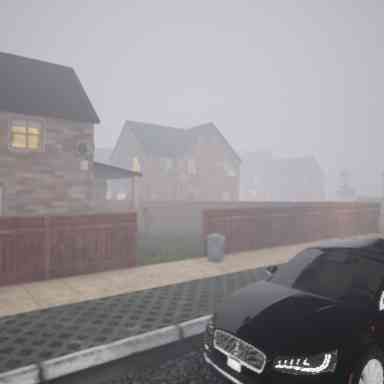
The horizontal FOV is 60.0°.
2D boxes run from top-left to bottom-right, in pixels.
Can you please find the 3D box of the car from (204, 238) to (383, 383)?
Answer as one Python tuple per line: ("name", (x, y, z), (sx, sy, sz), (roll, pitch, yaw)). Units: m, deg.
("car", (2.398, 1.505, 4.805), (4.892, 1.490, 1.837), (0, 0, -36))
